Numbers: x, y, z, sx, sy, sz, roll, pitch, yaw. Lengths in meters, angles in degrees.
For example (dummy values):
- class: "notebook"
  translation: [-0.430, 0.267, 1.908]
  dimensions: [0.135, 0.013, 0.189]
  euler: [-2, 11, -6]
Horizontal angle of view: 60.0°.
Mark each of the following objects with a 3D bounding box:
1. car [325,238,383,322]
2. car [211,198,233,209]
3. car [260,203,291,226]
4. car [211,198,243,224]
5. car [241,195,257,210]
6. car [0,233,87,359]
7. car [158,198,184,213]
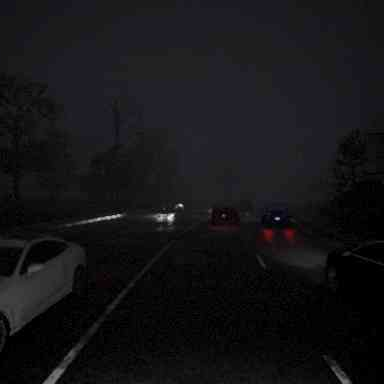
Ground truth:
- class: "car"
  translation: [3.851, 1.497, 5.607]
  dimensions: [2.128, 1.511, 4.902]
  euler: [0, 0, 3]
- class: "car"
  translation: [4.260, 1.585, 46.384]
  dimensions: [1.895, 1.301, 4.718]
  euler: [0, 0, 19]
- class: "car"
  translation: [5.855, 1.531, 23.544]
  dimensions: [1.812, 1.442, 4.674]
  euler: [0, 0, 10]
- class: "car"
  translation: [2.613, 1.472, 25.159]
  dimensions: [1.882, 1.535, 5.008]
  euler: [0, 0, 10]
- class: "car"
  translation: [6.839, 1.489, 42.258]
  dimensions: [2.128, 1.511, 4.902]
  euler: [0, 0, 17]
- class: "car"
  translation: [-3.337, 1.516, 5.840]
  dimensions: [1.812, 1.442, 4.674]
  euler: [0, 0, 3]
- class: "car"
  translation: [-2.234, 1.461, 36.597]
  dimensions: [2.128, 1.511, 4.902]
  euler: [0, 0, 14]
